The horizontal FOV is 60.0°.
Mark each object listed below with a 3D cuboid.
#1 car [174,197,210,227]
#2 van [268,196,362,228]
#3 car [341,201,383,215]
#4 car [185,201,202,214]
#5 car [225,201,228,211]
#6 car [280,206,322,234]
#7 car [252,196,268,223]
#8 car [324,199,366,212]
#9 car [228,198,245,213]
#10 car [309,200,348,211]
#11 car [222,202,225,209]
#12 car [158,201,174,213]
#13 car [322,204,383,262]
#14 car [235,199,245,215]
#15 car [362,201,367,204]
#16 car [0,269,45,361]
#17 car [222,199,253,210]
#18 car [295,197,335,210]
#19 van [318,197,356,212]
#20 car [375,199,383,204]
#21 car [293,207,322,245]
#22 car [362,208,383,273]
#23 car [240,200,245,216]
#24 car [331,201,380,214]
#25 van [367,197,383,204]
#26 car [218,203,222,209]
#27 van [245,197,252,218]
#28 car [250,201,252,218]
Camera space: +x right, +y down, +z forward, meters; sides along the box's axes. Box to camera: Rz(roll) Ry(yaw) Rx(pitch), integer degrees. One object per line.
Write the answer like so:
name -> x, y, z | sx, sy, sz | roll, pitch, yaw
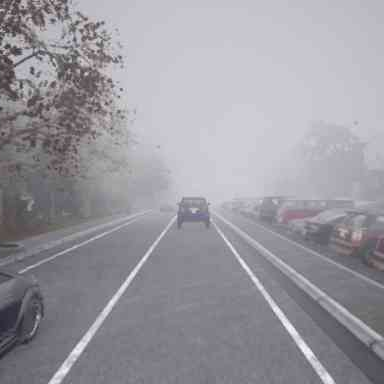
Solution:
car -> 0.110, 1.344, 23.633 | 2.150, 2.045, 5.566 | 0, 0, 0
van -> 6.945, 1.301, 19.143 | 4.442, 1.987, 1.878 | 0, 0, 0
car -> 20.173, 1.798, 38.342 | 5.008, 1.535, 2.097 | 0, -1, 0
car -> 0.132, 1.934, 42.669 | 2.033, 1.411, 5.357 | 0, -1, 0
car -> 7.112, 1.938, 44.104 | 4.674, 1.452, 2.002 | 0, -1, 0
car -> 7.059, 1.563, 16.366 | 4.674, 1.452, 2.002 | 0, 0, 0
car -> 7.096, 1.279, 21.919 | 5.566, 2.045, 2.435 | 0, 0, 0
car -> 20.158, 1.768, 43.884 | 4.553, 1.767, 2.185 | 0, -1, 0
car -> 7.104, 1.802, 38.553 | 5.008, 1.535, 2.097 | 0, -1, 0
car -> 20.193, 1.991, 49.422 | 4.892, 1.521, 2.231 | 0, -1, 0
car -> 7.144, 1.976, 46.880 | 4.792, 1.488, 2.163 | 0, -1, 0
car -> -3.305, 1.913, 43.940 | 1.837, 1.490, 4.892 | 0, -1, 0
car -> 7.015, 1.391, 10.814 | 4.553, 1.767, 2.185 | 0, 0, 0
car -> 7.059, 1.736, 33.003 | 4.792, 1.488, 2.163 | 0, -1, 0
car -> 20.167, 1.752, 35.572 | 4.892, 1.521, 2.231 | 0, -1, 0
car -> -3.349, 1.570, 3.636 | 1.994, 1.385, 4.181 | 0, 0, 0
car -> 7.157, 1.919, 52.430 | 4.553, 1.767, 2.185 | 0, -1, 0
car -> 20.238, 1.842, 54.962 | 5.566, 2.045, 2.435 | 0, -1, 0
van -> 20.311, 1.716, 46.655 | 4.442, 1.987, 1.878 | 0, -1, 0
car -> 19.978, 1.652, 30.032 | 5.366, 1.575, 1.946 | 0, -1, 0
car -> 7.046, 1.520, 13.590 | 5.008, 1.535, 2.097 | 0, 0, 0
car -> 7.010, 1.388, 8.038 | 4.553, 1.767, 2.185 | 0, 0, 0
car -> 7.086, 1.699, 30.225 | 4.674, 1.452, 2.002 | 0, -1, 0
car -> 20.179, 1.848, 41.237 | 5.008, 1.535, 2.097 | 0, -1, 0
van -> 20.285, 1.477, 32.806 | 4.442, 1.987, 1.878 | 0, -1, 0
car -> 7.092, 1.743, 49.661 | 5.566, 2.045, 2.435 | 0, -1, 0
van -> 6.961, 1.385, 27.454 | 4.442, 1.987, 1.878 | 0, -1, 0
car -> 7.102, 1.592, 24.668 | 4.792, 1.488, 2.163 | 0, -1, 0
